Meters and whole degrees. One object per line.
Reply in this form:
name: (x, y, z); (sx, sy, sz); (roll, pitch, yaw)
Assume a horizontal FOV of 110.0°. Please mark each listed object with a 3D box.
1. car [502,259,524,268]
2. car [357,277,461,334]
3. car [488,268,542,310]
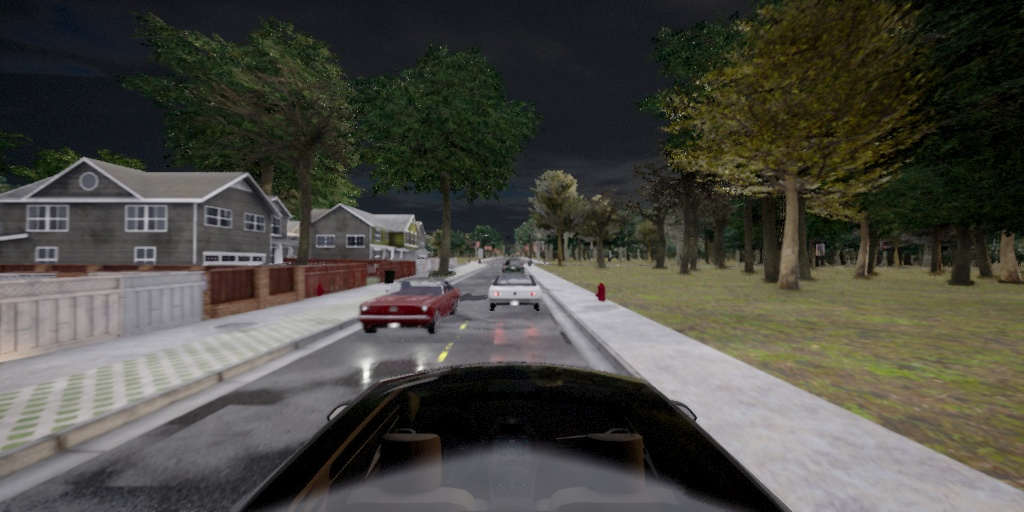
car: (0.105, 1.073, 34.677); (2.097, 1.767, 4.553); (0, 0, 0)
car: (-2.795, 1.343, 10.750); (1.895, 1.301, 4.718); (0, 0, 1)
car: (0.097, 1.344, 14.631); (1.895, 1.301, 4.718); (0, 0, 0)
